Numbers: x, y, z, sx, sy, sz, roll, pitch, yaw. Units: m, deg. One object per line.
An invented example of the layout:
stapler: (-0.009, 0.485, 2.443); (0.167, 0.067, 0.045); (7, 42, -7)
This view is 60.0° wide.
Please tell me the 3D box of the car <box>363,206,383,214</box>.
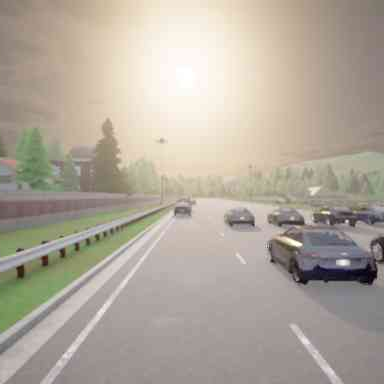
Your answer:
car: (14.099, 1.818, 26.071); (1.812, 1.442, 4.674); (0, -1, 0)

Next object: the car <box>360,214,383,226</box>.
car: (7.099, 1.614, 9.634); (1.837, 1.490, 4.892); (0, -1, 0)

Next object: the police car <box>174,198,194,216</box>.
police car: (-1.050, 1.848, 37.867); (1.930, 1.638, 5.238); (0, -1, 0)

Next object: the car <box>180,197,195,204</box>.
car: (-1.050, 1.757, 47.788); (2.150, 2.045, 5.566); (0, -1, 0)

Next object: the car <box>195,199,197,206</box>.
car: (0.002, 2.202, 73.367); (2.128, 1.511, 4.902); (0, -1, 0)

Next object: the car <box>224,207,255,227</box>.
car: (3.599, 1.852, 25.735); (1.994, 1.385, 4.181); (0, -1, 0)

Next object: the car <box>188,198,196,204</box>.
car: (0.002, 2.344, 88.375); (1.837, 1.490, 4.892); (0, -1, 0)

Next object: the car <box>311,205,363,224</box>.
car: (10.599, 1.786, 25.144); (1.837, 1.490, 4.892); (0, -1, 0)

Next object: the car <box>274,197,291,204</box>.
car: (22.921, 2.148, 83.865); (3.866, 1.878, 1.905); (0, -1, 0)

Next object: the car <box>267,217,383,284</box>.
car: (3.599, 1.676, 9.926); (1.994, 1.385, 4.181); (0, -1, 0)

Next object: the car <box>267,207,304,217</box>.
car: (7.099, 1.850, 25.522); (1.994, 1.385, 4.181); (0, -1, 0)
